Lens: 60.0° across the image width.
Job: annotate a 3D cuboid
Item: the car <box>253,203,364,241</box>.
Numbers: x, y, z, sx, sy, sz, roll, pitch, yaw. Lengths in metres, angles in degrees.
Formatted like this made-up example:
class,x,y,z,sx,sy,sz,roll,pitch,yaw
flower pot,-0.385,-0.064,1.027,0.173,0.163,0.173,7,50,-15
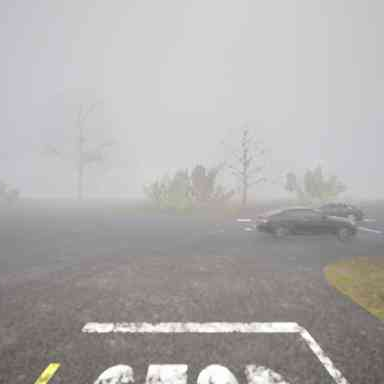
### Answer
class,x,y,z,sx,sy,sz,roll,pitch,yaw
car,5.196,1.415,15.515,4.674,1.442,1.812,0,0,-2
